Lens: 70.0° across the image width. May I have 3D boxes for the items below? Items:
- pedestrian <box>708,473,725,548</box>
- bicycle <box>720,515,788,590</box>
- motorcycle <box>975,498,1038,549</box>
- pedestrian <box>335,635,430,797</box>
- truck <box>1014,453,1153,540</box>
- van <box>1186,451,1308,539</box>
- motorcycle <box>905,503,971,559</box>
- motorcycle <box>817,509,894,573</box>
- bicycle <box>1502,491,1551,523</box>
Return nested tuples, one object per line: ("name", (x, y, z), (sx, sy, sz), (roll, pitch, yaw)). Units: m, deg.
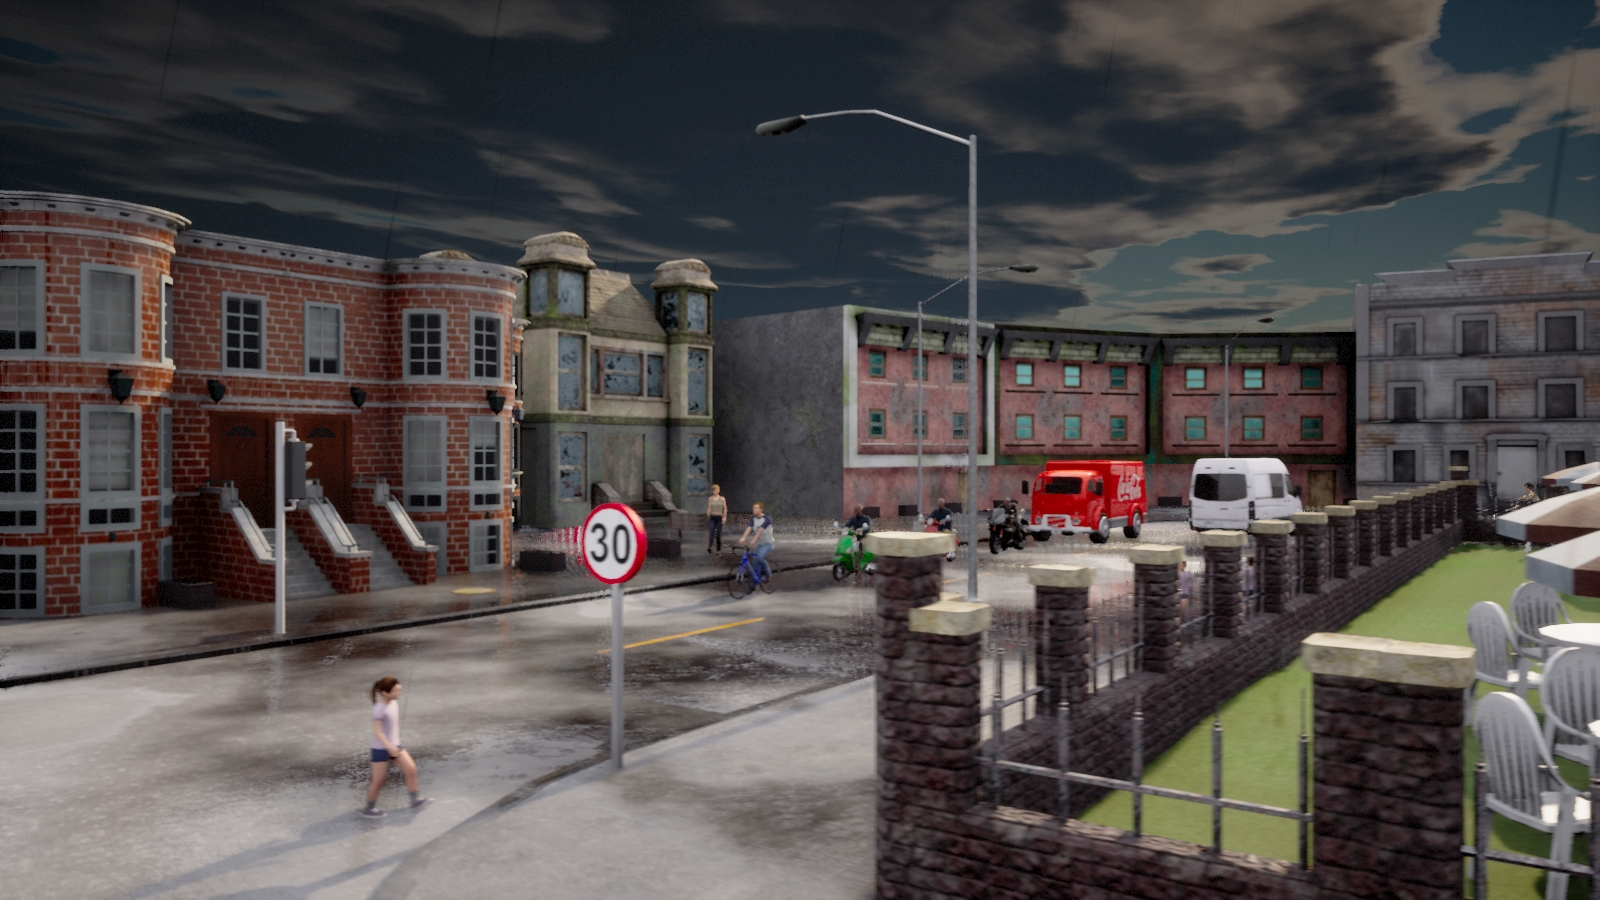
("pedestrian", (-2.113, 1.525, 28.938), (0.375, 1.860, 0.375), (0, 0, 9))
("bicycle", (-0.871, 1.936, 21.888), (0.373, 1.296, 1.643), (0, 0, 35))
("motorcycle", (5.697, 1.985, 31.367), (0.867, 1.251, 2.209), (0, 0, 35))
("pedestrian", (-3.177, 2.009, 8.715), (0.500, 1.100, 0.500), (0, 0, 11))
("truck", (8.979, 1.348, 35.819), (2.627, 2.467, 5.204), (0, 0, 33))
("van", (14.260, 1.316, 36.214), (1.988, 2.561, 5.915), (-1, 0, 38))
("motorcycle", (3.396, 1.962, 27.972), (0.856, 1.236, 1.805), (0, 0, 35))
("motorcycle", (1.221, 1.962, 24.876), (0.856, 1.236, 1.805), (0, 0, 35))
("bicycle", (26.206, 2.037, 41.219), (1.487, 1.080, 0.859), (0, 1, 33))
